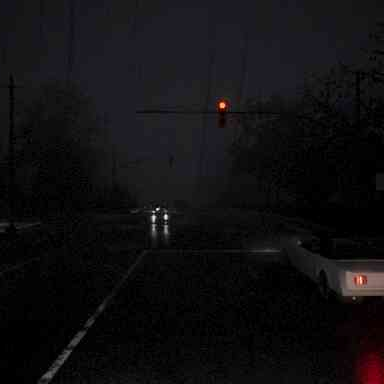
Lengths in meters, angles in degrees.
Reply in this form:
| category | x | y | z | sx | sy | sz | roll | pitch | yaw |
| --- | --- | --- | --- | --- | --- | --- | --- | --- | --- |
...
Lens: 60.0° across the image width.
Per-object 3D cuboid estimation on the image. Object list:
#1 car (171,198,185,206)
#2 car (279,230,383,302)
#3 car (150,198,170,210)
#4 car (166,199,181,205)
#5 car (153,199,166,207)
| category | x | y | z | sx | sy | sz | roll | pitch | yaw |
| --- | --- | --- | --- | --- | --- | --- | --- | --- | --- |
| car | -2.487 | 1.879 | 62.604 | 1.882 | 1.535 | 5.008 | 0 | -1 | -10 |
| car | 3.589 | 1.601 | 8.196 | 1.895 | 1.301 | 4.718 | 0 | 0 | 0 |
| car | -4.075 | 1.596 | 42.810 | 1.812 | 1.442 | 4.674 | 0 | -1 | -3 |
| car | -4.659 | 2.381 | 83.374 | 2.033 | 1.411 | 5.357 | 0 | -1 | -22 |
| car | -6.055 | 1.960 | 61.711 | 1.994 | 1.385 | 4.181 | 0 | -1 | -10 |
